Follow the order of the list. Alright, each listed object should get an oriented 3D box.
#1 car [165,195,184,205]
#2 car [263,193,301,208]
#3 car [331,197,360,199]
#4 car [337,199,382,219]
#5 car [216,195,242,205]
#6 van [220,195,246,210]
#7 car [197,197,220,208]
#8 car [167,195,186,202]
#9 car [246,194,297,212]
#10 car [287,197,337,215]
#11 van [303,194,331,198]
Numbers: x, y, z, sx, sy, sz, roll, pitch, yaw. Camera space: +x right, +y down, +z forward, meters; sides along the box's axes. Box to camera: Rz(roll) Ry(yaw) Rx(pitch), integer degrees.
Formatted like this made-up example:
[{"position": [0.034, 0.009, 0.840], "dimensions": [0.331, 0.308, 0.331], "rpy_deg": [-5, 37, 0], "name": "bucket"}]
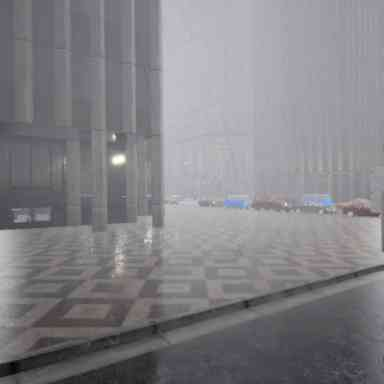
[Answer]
[{"position": [-3.853, 1.452, 55.828], "dimensions": [2.008, 1.369, 4.403], "rpy_deg": [-1, 1, -36], "name": "car"}, {"position": [12.742, 1.147, 47.306], "dimensions": [2.192, 1.841, 5.009], "rpy_deg": [-1, 1, -36], "name": "car"}, {"position": [19.075, 1.402, 38.461], "dimensions": [1.752, 1.417, 4.829], "rpy_deg": [-1, 1, -36], "name": "car"}, {"position": [15.452, 1.580, 28.877], "dimensions": [1.887, 1.381, 4.507], "rpy_deg": [-1, 1, -36], "name": "car"}, {"position": [6.213, 1.313, 56.431], "dimensions": [1.752, 1.417, 4.829], "rpy_deg": [-1, 1, -36], "name": "car"}, {"position": [5.798, 1.307, 42.351], "dimensions": [1.690, 1.788, 3.998], "rpy_deg": [-1, 1, -36], "name": "van"}, {"position": [2.582, 1.385, 46.843], "dimensions": [1.967, 1.590, 4.097], "rpy_deg": [-1, 1, -36], "name": "car"}, {"position": [-3.335, 1.274, 69.771], "dimensions": [2.008, 1.369, 4.403], "rpy_deg": [-1, 1, -36], "name": "car"}, {"position": [9.016, 1.304, 37.859], "dimensions": [2.192, 1.841, 5.009], "rpy_deg": [-1, 1, -36], "name": "car"}, {"position": [12.235, 1.562, 33.369], "dimensions": [2.008, 1.369, 4.403], "rpy_deg": [-1, 1, -36], "name": "car"}, {"position": [15.958, 1.195, 42.813], "dimensions": [1.690, 1.788, 3.998], "rpy_deg": [-1, 1, -36], "name": "van"}]
